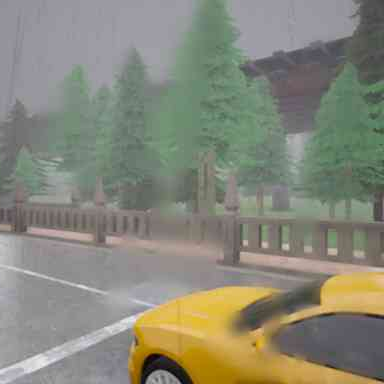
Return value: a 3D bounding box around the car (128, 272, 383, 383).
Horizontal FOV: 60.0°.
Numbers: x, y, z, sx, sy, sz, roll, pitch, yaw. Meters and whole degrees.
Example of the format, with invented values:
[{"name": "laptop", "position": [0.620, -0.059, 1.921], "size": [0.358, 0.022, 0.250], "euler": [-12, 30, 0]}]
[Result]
[{"name": "car", "position": [1.617, 1.478, 2.816], "size": [5.008, 1.535, 1.882], "euler": [0, 0, 36]}]
